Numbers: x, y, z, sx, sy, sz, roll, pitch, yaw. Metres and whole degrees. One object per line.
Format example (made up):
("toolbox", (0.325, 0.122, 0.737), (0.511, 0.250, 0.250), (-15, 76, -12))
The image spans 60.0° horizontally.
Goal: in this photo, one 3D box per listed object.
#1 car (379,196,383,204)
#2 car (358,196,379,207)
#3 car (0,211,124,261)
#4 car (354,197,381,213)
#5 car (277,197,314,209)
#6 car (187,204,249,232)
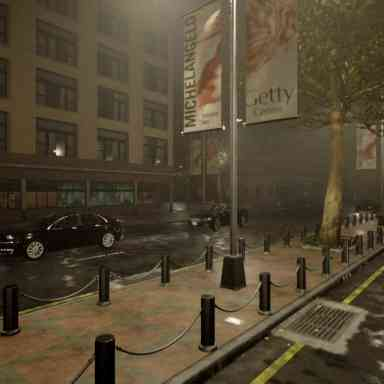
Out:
("car", (37.504, 1.540, 63.734), (2.033, 1.411, 5.357), (0, 0, 40))
("car", (27.602, 1.477, 51.863), (1.882, 1.535, 5.008), (0, 0, 40))
("car", (-4.861, 1.505, 12.552), (1.837, 1.490, 4.892), (0, 0, 40))
("car", (19.051, 1.505, 36.035), (1.837, 1.490, 4.892), (0, 0, 40))
("car", (14.058, 1.504, 45.270), (4.892, 1.490, 1.837), (0, 1, 6))
("car", (1.705, 1.492, 20.468), (2.128, 1.511, 4.902), (0, 0, 40))
